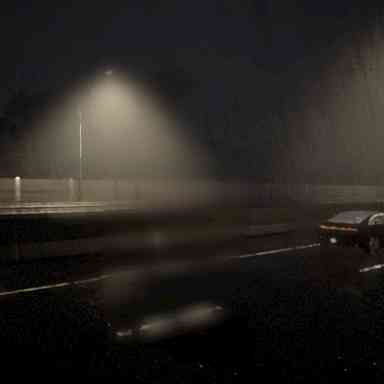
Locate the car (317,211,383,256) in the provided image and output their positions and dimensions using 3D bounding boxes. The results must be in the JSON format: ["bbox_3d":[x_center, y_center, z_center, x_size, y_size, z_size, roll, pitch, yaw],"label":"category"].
[{"bbox_3d":[6.958,1.488,13.075,4.902,1.511,2.128,0,0,-35],"label":"car"}]
